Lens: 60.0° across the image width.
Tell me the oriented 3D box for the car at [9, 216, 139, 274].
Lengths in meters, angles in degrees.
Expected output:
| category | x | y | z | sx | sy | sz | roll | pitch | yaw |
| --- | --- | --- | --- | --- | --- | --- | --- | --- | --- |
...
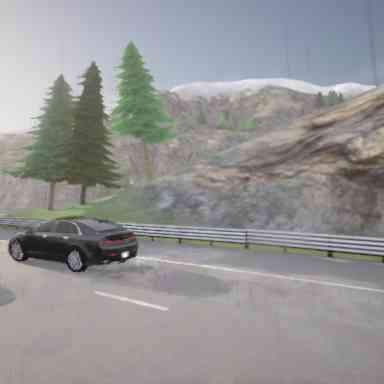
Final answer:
| category | x | y | z | sx | sy | sz | roll | pitch | yaw |
| --- | --- | --- | --- | --- | --- | --- | --- | --- | --- |
| car | -3.943 | 1.543 | 10.765 | 4.892 | 1.490 | 1.837 | 0 | 0 | 33 |
